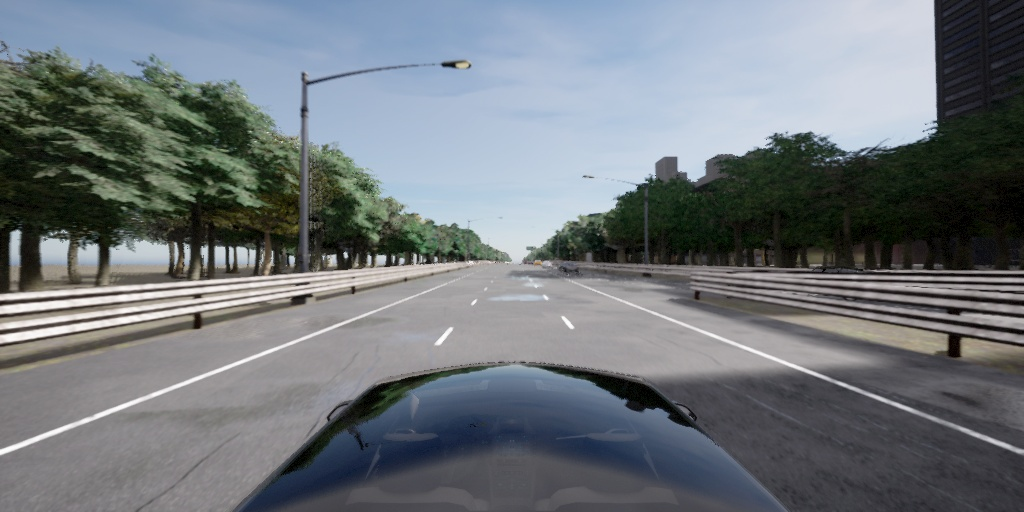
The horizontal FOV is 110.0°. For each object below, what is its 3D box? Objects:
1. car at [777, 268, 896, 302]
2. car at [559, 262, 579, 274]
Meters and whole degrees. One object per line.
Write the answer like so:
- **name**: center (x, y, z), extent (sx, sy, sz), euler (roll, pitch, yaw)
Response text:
- **car**: center (15.796, 1.348, 18.049), extent (1.837, 1.490, 4.892), euler (0, -1, -22)
- **car**: center (7.620, 1.577, 48.472), extent (2.128, 1.511, 4.902), euler (0, 0, -5)
